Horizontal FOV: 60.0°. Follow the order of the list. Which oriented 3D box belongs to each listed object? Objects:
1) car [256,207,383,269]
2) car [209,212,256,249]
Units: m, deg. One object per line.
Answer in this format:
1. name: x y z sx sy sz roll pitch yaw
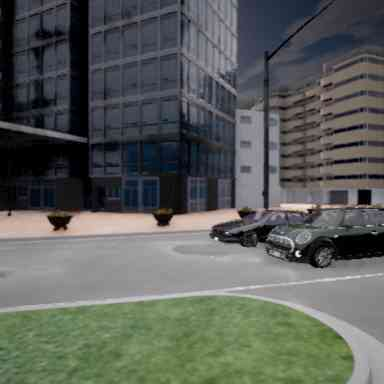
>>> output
1. car: 4.700 1.294 10.826 4.553 1.767 2.097 0 0 -19
2. car: 3.491 1.469 14.049 5.357 1.411 2.033 0 0 -19
